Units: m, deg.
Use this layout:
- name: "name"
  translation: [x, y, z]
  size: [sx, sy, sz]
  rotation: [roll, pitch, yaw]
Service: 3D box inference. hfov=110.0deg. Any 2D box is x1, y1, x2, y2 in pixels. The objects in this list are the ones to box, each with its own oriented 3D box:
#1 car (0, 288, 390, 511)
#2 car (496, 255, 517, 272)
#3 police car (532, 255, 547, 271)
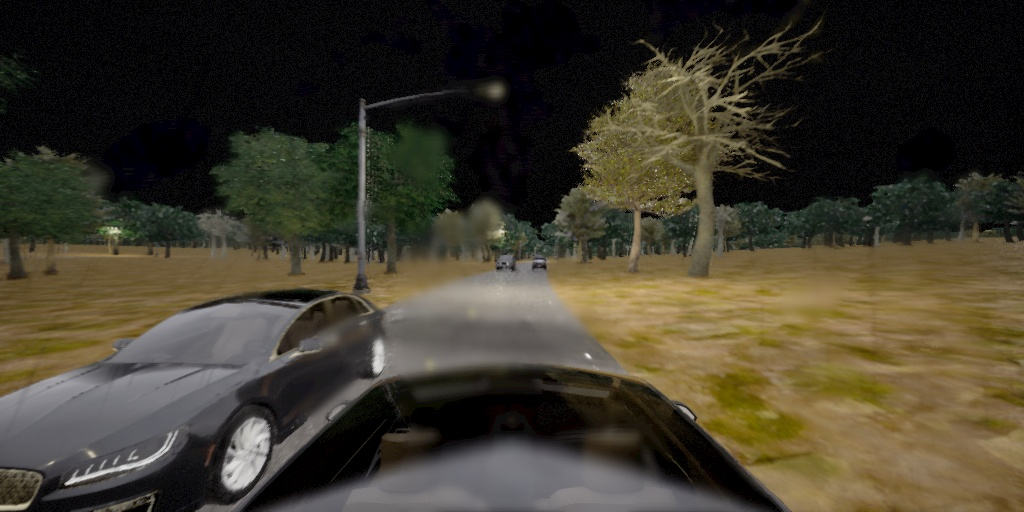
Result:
- name: "car"
  translation: [-3.060, 1.229, 4.439]
  size: [1.837, 1.490, 4.892]
  rotation: [0, 0, 0]
- name: "car"
  translation: [-0.655, 0.866, 44.791]
  size: [2.150, 2.045, 5.566]
  rotation: [1, 0, 6]
- name: "police car"
  translation: [3.683, 1.102, 48.543]
  size: [1.930, 1.638, 5.238]
  rotation: [1, 0, 6]
